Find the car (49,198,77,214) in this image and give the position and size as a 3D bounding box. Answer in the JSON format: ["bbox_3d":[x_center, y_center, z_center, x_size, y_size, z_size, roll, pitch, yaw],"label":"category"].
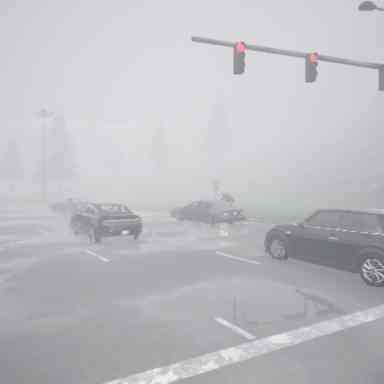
[{"bbox_3d":[-9.587,1.159,26.567,4.718,1.301,1.895,1,1,42],"label":"car"}]

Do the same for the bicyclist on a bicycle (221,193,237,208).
[{"bbox_3d":[2.735,0.893,24.362,1.656,1.620,0.582,-1,1,-38],"label":"bicyclist on a bicycle"}]

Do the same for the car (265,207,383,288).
[{"bbox_3d":[4.115,1.194,9.220,2.097,1.767,4.553,-1,1,-29],"label":"car"}]

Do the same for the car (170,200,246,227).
[{"bbox_3d":[0.841,1.208,20.225,2.033,1.411,5.357,-1,1,-37],"label":"car"}]

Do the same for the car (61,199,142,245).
[{"bbox_3d":[-3.867,1.250,14.445,2.128,1.511,4.902,0,1,-34],"label":"car"}]

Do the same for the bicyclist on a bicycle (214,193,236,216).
[{"bbox_3d":[2.458,0.887,24.711,1.656,1.620,0.582,-1,1,-38],"label":"bicyclist on a bicycle"}]
